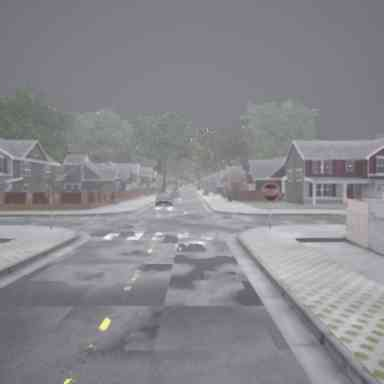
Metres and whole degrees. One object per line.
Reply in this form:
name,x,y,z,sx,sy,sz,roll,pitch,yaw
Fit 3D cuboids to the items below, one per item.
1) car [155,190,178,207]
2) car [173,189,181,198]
car,-2.891,0.818,36.022,2.033,1.411,5.357,0,1,0
car,-2.980,0.309,59.868,1.837,1.490,4.892,0,3,0
